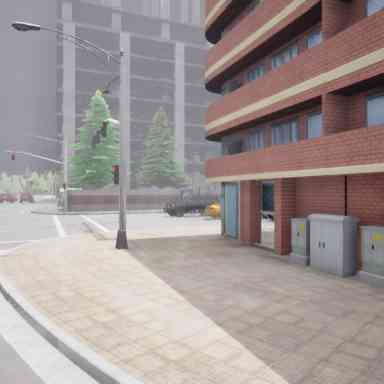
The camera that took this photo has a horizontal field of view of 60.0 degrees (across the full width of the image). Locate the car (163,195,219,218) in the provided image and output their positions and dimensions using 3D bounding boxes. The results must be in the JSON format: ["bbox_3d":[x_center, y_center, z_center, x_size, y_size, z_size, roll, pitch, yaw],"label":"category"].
[{"bbox_3d":[0.117,1.277,31.313,5.566,2.045,2.150,0,0,-23],"label":"car"}]

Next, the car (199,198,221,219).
[{"bbox_3d":[3.520,1.533,28.709,5.008,1.535,1.882,0,0,-22],"label":"car"}]

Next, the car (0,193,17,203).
[{"bbox_3d":[-38.004,1.225,68.432,2.150,2.045,5.566,0,0,-23],"label":"car"}]

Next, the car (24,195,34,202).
[{"bbox_3d":[-38.768,1.524,79.205,1.812,1.442,4.674,0,0,-23],"label":"car"}]

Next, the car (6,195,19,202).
[{"bbox_3d":[-42.153,1.540,78.223,2.033,1.411,5.357,0,0,-23],"label":"car"}]

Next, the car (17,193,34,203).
[{"bbox_3d":[-34.638,1.225,69.458,2.150,2.045,5.566,0,0,-23],"label":"car"}]
